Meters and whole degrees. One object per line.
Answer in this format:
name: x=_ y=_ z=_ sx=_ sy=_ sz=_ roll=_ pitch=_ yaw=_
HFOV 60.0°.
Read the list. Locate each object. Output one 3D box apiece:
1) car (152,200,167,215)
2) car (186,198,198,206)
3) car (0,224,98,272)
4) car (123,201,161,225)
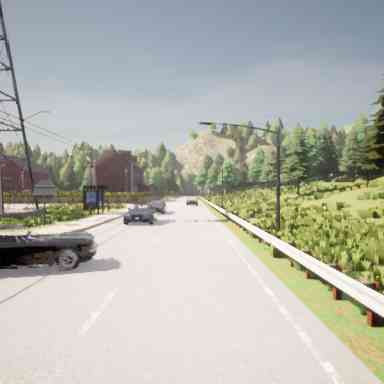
car: x=-3.602 y=1.556 z=34.480 sx=2.033 sy=1.411 sz=5.357 roll=0 pitch=0 yaw=0
car: x=0.017 y=1.615 z=54.356 sx=1.895 sy=1.301 sz=4.718 roll=0 pitch=0 yaw=0
car: x=-5.227 y=1.604 z=9.805 sx=4.718 sy=1.301 sz=1.895 roll=0 pitch=0 yaw=-16
car: x=-3.633 y=1.570 z=24.091 sx=1.994 sy=1.385 sz=4.181 roll=0 pitch=0 yaw=0
